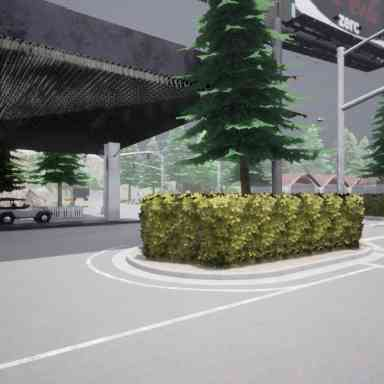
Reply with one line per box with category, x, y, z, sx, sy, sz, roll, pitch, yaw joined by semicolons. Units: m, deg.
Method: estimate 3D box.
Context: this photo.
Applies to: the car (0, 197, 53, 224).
car;-11.996;1.313;23.467;3.866;1.878;1.905;0;0;-36
